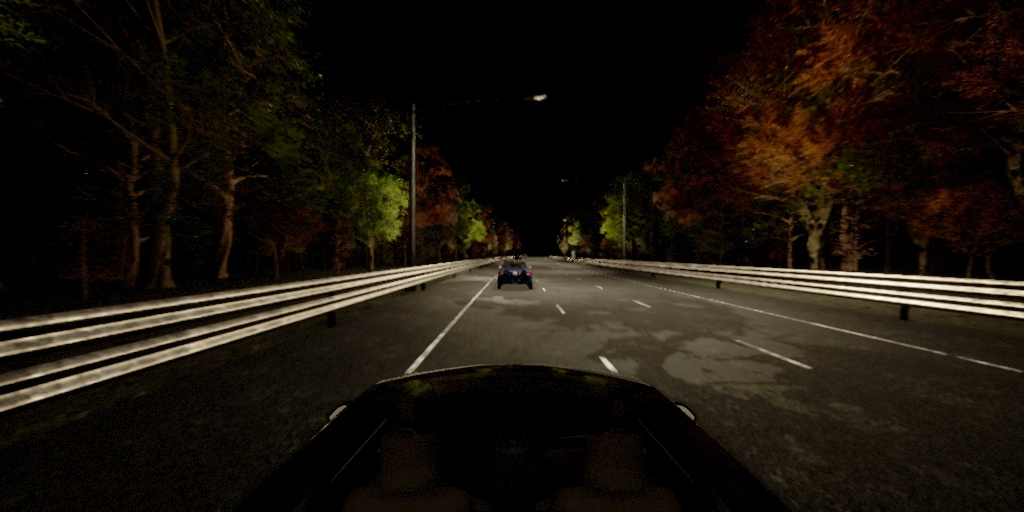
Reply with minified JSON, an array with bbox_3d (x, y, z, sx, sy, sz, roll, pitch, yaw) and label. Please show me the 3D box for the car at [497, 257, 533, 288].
[{"bbox_3d":[0.199,1.012,22.685,2.097,1.767,4.553,0,0,1],"label":"car"}]
